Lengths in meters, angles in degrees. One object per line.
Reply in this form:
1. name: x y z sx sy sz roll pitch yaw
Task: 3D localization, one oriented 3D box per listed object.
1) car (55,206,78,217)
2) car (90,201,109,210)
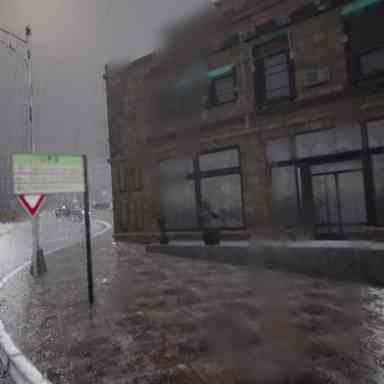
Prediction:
1. car: -19.113 2.949 50.906 2.128 1.511 4.902 -4 1 5
2. car: -17.197 2.415 61.078 1.882 1.535 5.008 -5 2 17
